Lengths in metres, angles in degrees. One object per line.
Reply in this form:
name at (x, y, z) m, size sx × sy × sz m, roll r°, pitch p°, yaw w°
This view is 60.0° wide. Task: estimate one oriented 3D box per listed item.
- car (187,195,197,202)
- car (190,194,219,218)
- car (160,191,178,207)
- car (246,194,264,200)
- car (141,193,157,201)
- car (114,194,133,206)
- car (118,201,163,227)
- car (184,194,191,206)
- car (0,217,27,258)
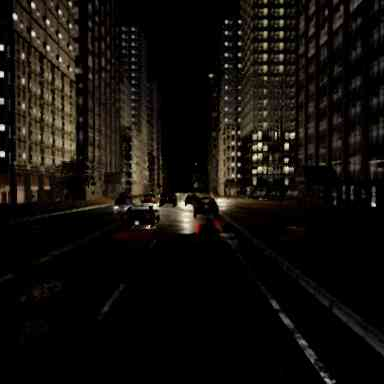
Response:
car at (-0.025, 1.179, 63.972) m, size 1.895 × 1.301 × 4.718 m, roll 0°, pitch 0°, yaw 0°
car at (1.125, 1.165, 28.298) m, size 2.097 × 1.767 × 4.553 m, roll 0°, pitch 0°, yaw 0°
car at (-3.169, 0.922, 45.551) m, size 2.150 × 2.045 × 5.566 m, roll 0°, pitch 0°, yaw 0°
car at (15.888, 1.280, 83.832) m, size 4.403 × 1.369 × 2.008 m, roll 1°, pitch 1°, yaw -1°
car at (-6.574, 1.016, 51.134) m, size 2.097 × 1.767 × 4.553 m, roll 0°, pitch 0°, yaw 0°
car at (-9.828, 1.036, 47.939) m, size 2.097 × 1.767 × 4.553 m, roll 0°, pitch 0°, yaw 0°
car at (-3.159, 1.460, 21.284) m, size 1.895 × 1.301 × 4.718 m, roll 0°, pitch 0°, yaw 0°
car at (-0.002, 1.047, 46.385) m, size 2.097 × 1.767 × 4.553 m, roll 0°, pitch 0°, yaw 0°
car at (-6.602, 1.460, 9.762) m, size 1.812 × 1.442 × 4.674 m, roll 0°, pitch 0°, yaw 0°
